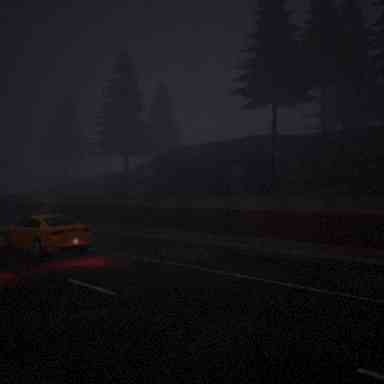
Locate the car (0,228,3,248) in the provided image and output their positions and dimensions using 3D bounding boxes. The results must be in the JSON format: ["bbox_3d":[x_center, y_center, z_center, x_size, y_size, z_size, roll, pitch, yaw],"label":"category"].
[{"bbox_3d":[-8.377,1.600,11.038,5.008,1.535,1.882,-1,-2,40],"label":"car"}]

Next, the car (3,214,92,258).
[{"bbox_3d":[-6.129,1.665,13.720,5.008,1.535,1.882,-1,-2,40],"label":"car"}]
